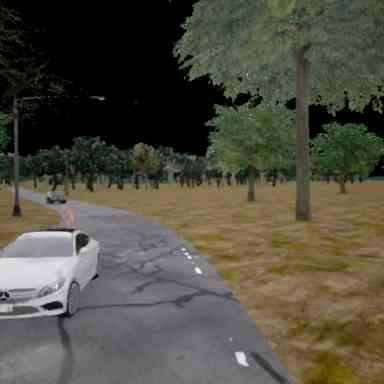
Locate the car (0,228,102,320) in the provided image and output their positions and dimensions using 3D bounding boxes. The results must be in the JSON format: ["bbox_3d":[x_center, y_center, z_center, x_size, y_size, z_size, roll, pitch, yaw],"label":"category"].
[{"bbox_3d":[-3.247,1.599,7.590,1.812,1.442,4.674,0,0,-6],"label":"car"}]

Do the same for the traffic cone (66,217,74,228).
[{"bbox_3d":[-7.903,2.059,21.273,0.340,0.580,0.340,0,0,-15],"label":"traffic cone"}]

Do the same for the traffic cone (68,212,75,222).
[{"bbox_3d":[-9.326,2.034,25.905,0.340,0.580,0.340,-1,1,-19],"label":"traffic cone"}]

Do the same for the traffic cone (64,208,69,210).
[{"bbox_3d":[-12.944,1.936,34.891,0.340,0.580,0.340,-1,1,-25],"label":"traffic cone"}]

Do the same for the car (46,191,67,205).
[{"bbox_3d":[-21.581,0.866,52.506,2.150,2.045,5.566,-1,1,-32],"label":"car"}]

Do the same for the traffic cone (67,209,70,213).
[{"bbox_3d":[-11.008,1.993,30.449,0.340,0.580,0.340,-1,1,-22],"label":"traffic cone"}]
